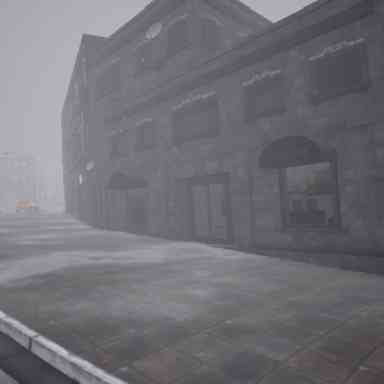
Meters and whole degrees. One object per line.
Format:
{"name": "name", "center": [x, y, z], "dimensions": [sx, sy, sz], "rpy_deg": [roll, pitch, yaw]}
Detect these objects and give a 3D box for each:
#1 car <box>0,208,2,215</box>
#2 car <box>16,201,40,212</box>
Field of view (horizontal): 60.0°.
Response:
{"name": "car", "center": [-23.878, 2.040, 38.532], "dimensions": [1.837, 1.490, 4.892], "rpy_deg": [-3, 0, -6]}
{"name": "car", "center": [-25.068, 2.105, 50.918], "dimensions": [2.097, 1.767, 4.553], "rpy_deg": [-3, -1, -4]}
